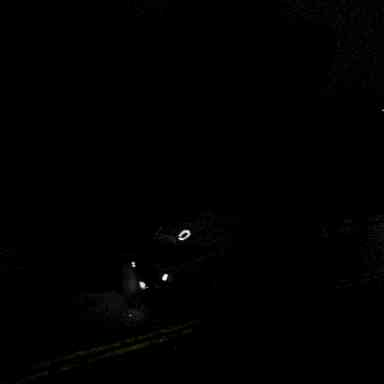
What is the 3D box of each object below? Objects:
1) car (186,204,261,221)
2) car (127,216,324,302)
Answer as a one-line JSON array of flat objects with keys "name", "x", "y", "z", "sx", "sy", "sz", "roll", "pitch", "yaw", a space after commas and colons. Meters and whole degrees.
[{"name": "car", "x": 0.825, "y": 1.370, "z": 12.260, "sx": 4.553, "sy": 1.767, "sz": 2.097, "roll": 0, "pitch": 0, "yaw": -35}, {"name": "car", "x": 1.136, "y": 1.561, "z": 8.489, "sx": 5.357, "sy": 1.411, "sz": 2.033, "roll": 0, "pitch": 0, "yaw": -36}]
